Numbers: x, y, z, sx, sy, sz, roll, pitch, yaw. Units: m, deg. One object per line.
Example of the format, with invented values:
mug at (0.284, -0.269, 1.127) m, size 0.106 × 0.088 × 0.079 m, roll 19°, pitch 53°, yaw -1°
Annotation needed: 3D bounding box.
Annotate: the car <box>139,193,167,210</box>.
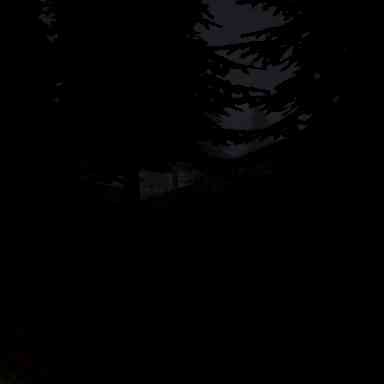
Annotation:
car at (-5.422, 1.204, 40.714) m, size 2.150 × 2.045 × 5.566 m, roll 0°, pitch 0°, yaw 37°
